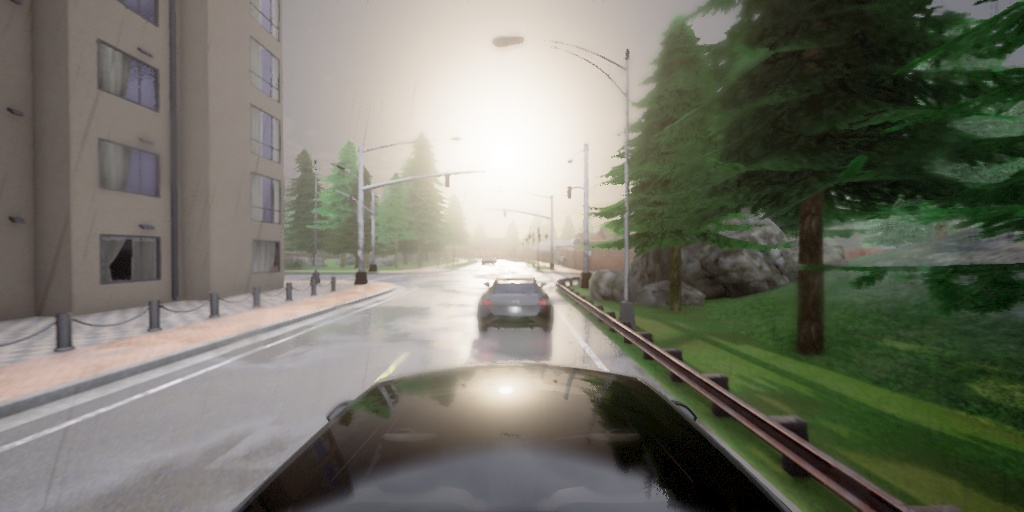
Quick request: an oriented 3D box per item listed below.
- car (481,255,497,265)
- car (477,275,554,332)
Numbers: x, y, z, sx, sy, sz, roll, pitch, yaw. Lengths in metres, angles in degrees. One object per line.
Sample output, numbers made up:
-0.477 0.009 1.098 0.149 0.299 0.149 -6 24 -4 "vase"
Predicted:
-3.834 0.767 57.666 1.994 1.385 4.181 0 1 0 "car"
0.103 1.232 10.541 1.994 1.385 4.181 0 1 1 "car"
